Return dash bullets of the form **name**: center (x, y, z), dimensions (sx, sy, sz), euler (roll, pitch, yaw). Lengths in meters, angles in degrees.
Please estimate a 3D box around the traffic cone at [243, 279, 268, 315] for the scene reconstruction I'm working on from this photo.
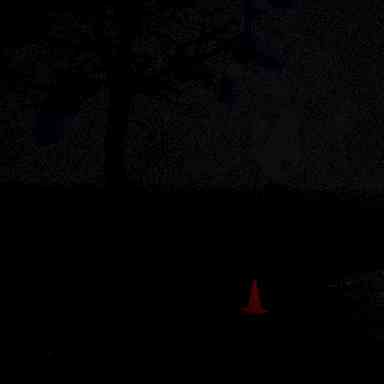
- **traffic cone**: center (1.185, 1.935, 6.251), dimensions (0.340, 0.580, 0.340), euler (0, 0, -32)
